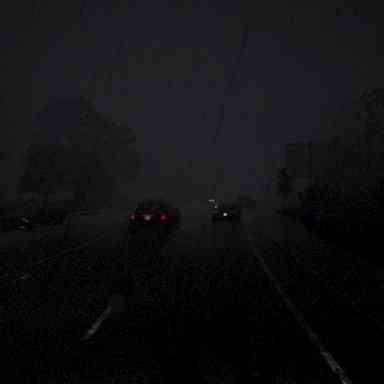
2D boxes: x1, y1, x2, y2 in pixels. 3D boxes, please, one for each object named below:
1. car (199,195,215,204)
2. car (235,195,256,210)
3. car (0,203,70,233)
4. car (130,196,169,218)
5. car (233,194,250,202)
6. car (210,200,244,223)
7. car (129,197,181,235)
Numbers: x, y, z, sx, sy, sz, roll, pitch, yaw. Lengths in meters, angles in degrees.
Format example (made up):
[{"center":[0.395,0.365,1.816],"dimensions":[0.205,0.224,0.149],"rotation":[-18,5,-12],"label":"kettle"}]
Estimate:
[{"center":[2.767,1.381,61.119],"dimensions":[2.128,1.511,4.902],"rotation":[0,0,24],"label":"car"},{"center":[6.759,1.303,41.489],"dimensions":[2.097,1.767,4.553],"rotation":[0,0,17],"label":"car"},{"center":[-9.075,1.420,19.570],"dimensions":[1.882,1.535,5.008],"rotation":[0,0,8],"label":"car"},{"center":[-3.685,1.289,30.031],"dimensions":[2.097,1.767,4.553],"rotation":[0,0,12],"label":"car"},{"center":[10.315,1.285,68.673],"dimensions":[2.128,1.511,4.902],"rotation":[0,0,27],"label":"car"},{"center":[2.680,1.530,25.208],"dimensions":[1.994,1.385,4.181],"rotation":[0,0,10],"label":"car"},{"center":[-1.933,1.316,18.698],"dimensions":[2.097,1.767,4.553],"rotation":[0,0,7],"label":"car"}]
